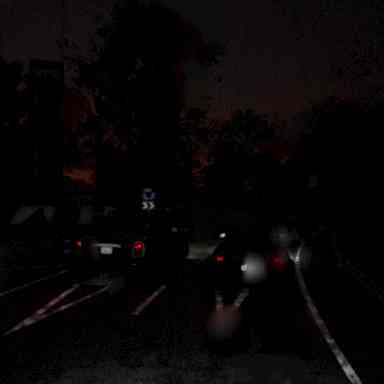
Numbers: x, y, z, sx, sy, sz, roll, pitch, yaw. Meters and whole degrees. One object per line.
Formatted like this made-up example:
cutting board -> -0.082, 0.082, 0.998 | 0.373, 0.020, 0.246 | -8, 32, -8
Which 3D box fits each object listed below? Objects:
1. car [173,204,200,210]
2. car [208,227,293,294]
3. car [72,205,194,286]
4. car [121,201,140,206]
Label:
car -> -1.109, 2.131, 52.533 | 5.008, 1.535, 1.882 | 0, -1, 31
car -> 1.670, 1.667, 9.248 | 1.994, 1.385, 4.181 | 0, -1, 12
car -> -1.560, 1.445, 9.975 | 2.097, 1.767, 4.553 | 0, -1, 13
car -> -8.808, 2.094, 52.138 | 4.902, 1.511, 2.128 | 0, -1, 10
